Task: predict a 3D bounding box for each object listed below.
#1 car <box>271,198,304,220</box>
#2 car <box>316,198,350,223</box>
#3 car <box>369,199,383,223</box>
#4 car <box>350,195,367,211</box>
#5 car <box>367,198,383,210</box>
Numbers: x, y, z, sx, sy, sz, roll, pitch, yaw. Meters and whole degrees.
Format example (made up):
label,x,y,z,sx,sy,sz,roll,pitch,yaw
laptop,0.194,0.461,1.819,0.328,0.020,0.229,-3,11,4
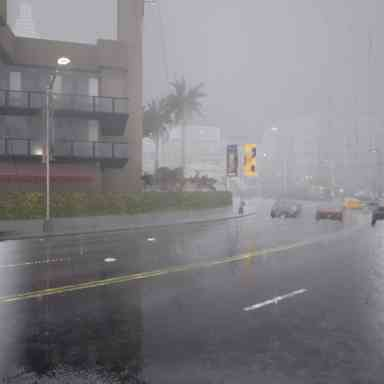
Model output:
label,x,y,z,sx,sy,sz,roll,pitch,yaw
car,8.111,1.336,28.081,2.097,1.767,4.553,0,0,26
car,10.883,1.465,25.836,1.882,1.535,5.008,0,0,28
car,14.391,1.493,24.661,1.837,1.490,4.892,1,0,29
car,19.246,1.458,40.991,1.882,1.535,5.008,0,0,6
car,22.627,1.461,39.869,1.882,1.535,5.008,0,0,7
